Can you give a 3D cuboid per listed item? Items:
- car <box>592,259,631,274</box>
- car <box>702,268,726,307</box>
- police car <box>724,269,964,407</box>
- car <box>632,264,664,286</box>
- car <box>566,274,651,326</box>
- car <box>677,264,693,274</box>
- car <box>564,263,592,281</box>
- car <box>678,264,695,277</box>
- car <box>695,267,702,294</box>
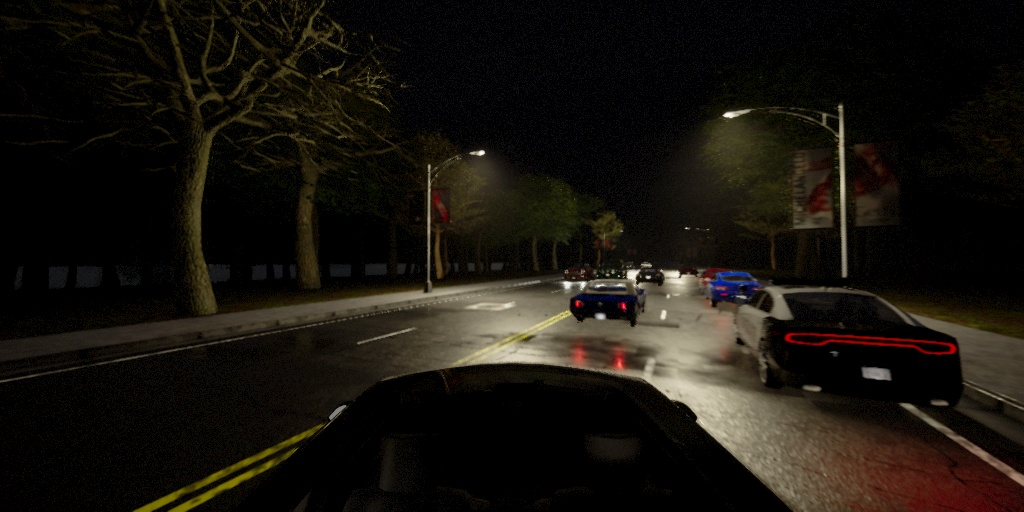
[{"bbox_3d":[9.369,1.316,33.386,2.150,2.045,5.566,-1,-1,25],"label":"car"},{"bbox_3d":[9.528,1.391,15.563,1.812,1.442,4.674,-1,-1,25],"label":"car"},{"bbox_3d":[5.375,1.202,6.575,1.930,1.638,5.238,-1,-1,25],"label":"police car"},{"bbox_3d":[11.185,1.594,29.056,1.994,1.385,4.181,-1,-1,25],"label":"car"},{"bbox_3d":[3.465,1.455,12.267,1.895,1.301,4.718,-1,-1,25],"label":"car"},{"bbox_3d":[25.820,1.912,53.629,1.895,1.301,4.718,-1,-1,24],"label":"car"},{"bbox_3d":[6.629,1.483,35.209,2.097,1.767,4.553,-1,-1,25],"label":"car"},{"bbox_3d":[20.212,1.679,41.176,1.812,1.442,4.674,-1,-1,25],"label":"car"},{"bbox_3d":[12.039,1.448,21.020,1.812,1.442,4.674,-1,-1,25],"label":"car"}]
